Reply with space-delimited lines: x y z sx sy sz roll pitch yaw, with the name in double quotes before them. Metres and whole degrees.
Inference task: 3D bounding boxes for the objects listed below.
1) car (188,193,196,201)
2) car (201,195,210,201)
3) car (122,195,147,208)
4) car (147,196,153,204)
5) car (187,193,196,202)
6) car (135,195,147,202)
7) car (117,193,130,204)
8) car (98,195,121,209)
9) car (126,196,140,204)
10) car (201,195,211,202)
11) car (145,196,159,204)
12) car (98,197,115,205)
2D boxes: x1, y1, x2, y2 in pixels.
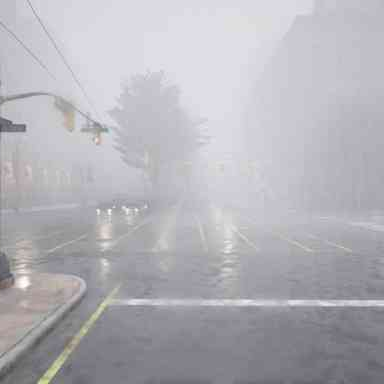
"car" -0.066 1.225 87.062 2.150 2.045 5.566 0 0 0
"car" 3.434 1.525 87.034 2.128 1.511 4.902 0 0 0
"car" -8.124 1.547 47.520 2.033 1.411 5.357 0 0 0
"car" -8.073 1.564 56.757 1.994 1.385 4.181 0 0 1
"car" -0.059 1.539 76.821 2.033 1.411 5.357 0 0 0
"car" -11.558 1.525 75.649 2.128 1.511 4.902 0 0 0
"car" -11.580 1.221 55.531 2.150 2.045 5.566 0 0 1
"car" -11.623 1.525 46.119 1.812 1.442 4.674 0 0 0
"car" -11.550 1.564 65.415 1.994 1.385 4.181 0 0 0
"car" 3.440 1.595 78.001 1.895 1.301 4.718 0 0 0
"car" -8.051 1.547 67.378 2.033 1.411 5.357 0 0 0
"car" -14.793 1.594 57.823 1.895 1.301 4.718 0 0 0
